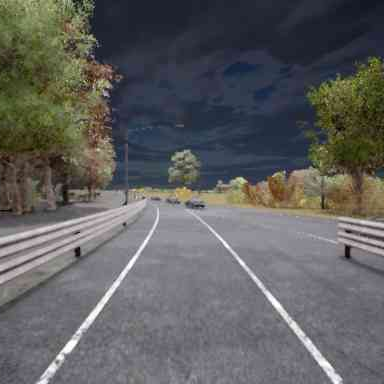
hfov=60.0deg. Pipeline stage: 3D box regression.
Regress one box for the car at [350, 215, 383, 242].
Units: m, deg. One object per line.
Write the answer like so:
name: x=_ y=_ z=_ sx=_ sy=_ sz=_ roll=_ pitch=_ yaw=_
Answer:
car: x=8.844 y=1.693 z=14.767 sx=1.994 sy=1.385 sz=4.181 roll=0 pitch=0 yaw=-15

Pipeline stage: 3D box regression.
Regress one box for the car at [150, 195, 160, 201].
car: x=-8.941 y=1.387 z=80.590 sx=2.033 sy=1.411 sz=5.357 roll=0 pitch=0 yaw=-15

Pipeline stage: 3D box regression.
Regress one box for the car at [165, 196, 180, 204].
car: x=-3.627 y=1.488 z=60.922 sx=2.033 sy=1.411 sz=5.357 roll=0 pitch=0 yaw=-15

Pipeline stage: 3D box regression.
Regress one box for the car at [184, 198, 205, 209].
car: x=0.311 y=1.528 z=46.326 sx=2.033 sy=1.411 sz=5.357 roll=0 pitch=0 yaw=-15
